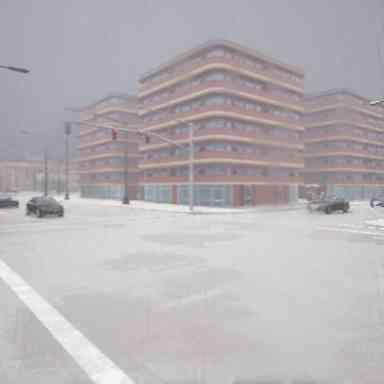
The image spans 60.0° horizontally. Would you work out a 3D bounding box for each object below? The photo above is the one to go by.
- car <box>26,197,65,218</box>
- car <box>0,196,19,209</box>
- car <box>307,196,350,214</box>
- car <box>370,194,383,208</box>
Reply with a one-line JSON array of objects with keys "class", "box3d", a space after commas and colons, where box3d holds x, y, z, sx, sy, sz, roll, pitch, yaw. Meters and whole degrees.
[{"class": "car", "box3d": [-11.621, 1.151, 26.230, 1.837, 1.490, 4.892, -1, 1, -41]}, {"class": "car", "box3d": [-20.484, 1.107, 36.576, 1.895, 1.301, 4.718, -1, 1, -41]}, {"class": "car", "box3d": [12.088, 1.112, 29.342, 4.902, 1.511, 2.128, -1, 1, -39]}, {"class": "car", "box3d": [21.664, 1.011, 37.268, 4.902, 1.511, 2.128, -1, 1, -39]}]
